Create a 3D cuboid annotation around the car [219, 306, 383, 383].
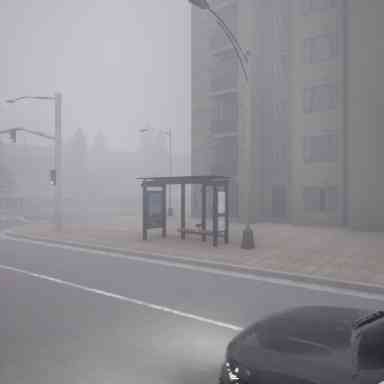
[{"bbox_3d":[2.497,1.506,2.202,4.892,1.490,1.837,0,0,36],"label":"car"}]
